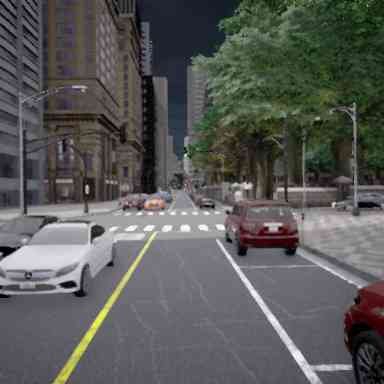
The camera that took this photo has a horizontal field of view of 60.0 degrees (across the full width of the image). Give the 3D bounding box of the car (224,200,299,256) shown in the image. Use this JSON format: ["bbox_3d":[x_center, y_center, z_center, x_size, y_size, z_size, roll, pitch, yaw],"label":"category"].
[{"bbox_3d":[2.449,1.217,12.669,2.192,1.841,5.009,-1,0,-2],"label":"car"}]

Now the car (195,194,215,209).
[{"bbox_3d":[1.707,1.301,39.218,1.947,1.339,4.313,-1,0,-2],"label":"car"}]

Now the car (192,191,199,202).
[{"bbox_3d":[1.403,1.103,50.054,1.967,1.590,4.097,0,0,-2],"label":"car"}]

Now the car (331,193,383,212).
[{"bbox_3d":[14.311,0.815,28.043,4.902,1.511,2.128,-2,0,-1],"label":"car"}]

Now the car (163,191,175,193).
[{"bbox_3d":[-4.861,1.122,67.812,1.812,1.442,4.674,-1,0,-2],"label":"car"}]

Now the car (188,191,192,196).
[{"bbox_3d":[0.796,1.072,71.727,1.947,1.339,4.313,0,0,-2],"label":"car"}]

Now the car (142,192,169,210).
[{"bbox_3d":[-4.172,1.155,38.549,2.097,1.767,4.553,-1,0,0],"label":"car"}]

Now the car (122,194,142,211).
[{"bbox_3d":[-6.817,1.143,38.998,2.192,1.841,5.009,-1,0,-2],"label":"car"}]

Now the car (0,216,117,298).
[{"bbox_3d":[-3.202,1.511,8.690,1.812,1.442,4.674,-1,0,-1],"label":"car"}]

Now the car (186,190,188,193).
[{"bbox_3d":[0.187,0.653,93.397,2.192,1.841,5.009,0,0,-2],"label":"car"}]

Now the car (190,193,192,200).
[{"bbox_3d":[1.100,1.168,60.890,1.802,1.307,4.206,0,0,-2],"label":"car"}]

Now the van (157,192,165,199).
[{"bbox_3d":[-8.183,0.814,87.761,1.690,1.788,3.998,0,0,-2],"label":"van"}]

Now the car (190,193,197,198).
[{"bbox_3d":[0.335,0.904,88.150,1.752,1.417,4.829,0,0,-2],"label":"car"}]

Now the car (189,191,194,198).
[{"bbox_3d":[0.948,1.091,66.309,1.887,1.381,4.507,0,0,-2],"label":"car"}]

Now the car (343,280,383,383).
[{"bbox_3d":[2.756,1.276,1.699,2.192,1.841,5.009,-1,0,-2],"label":"car"}]

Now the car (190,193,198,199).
[{"bbox_3d":[0.487,0.947,82.733,1.752,1.417,4.829,0,0,-2],"label":"car"}]

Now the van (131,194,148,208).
[{"bbox_3d":[-6.968,1.133,44.416,1.690,1.788,3.998,-1,0,-2],"label":"van"}]

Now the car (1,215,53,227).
[{"bbox_3d":[-6.071,1.560,12.451,1.947,1.339,4.313,-1,0,-2],"label":"car"}]

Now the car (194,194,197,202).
[{"bbox_3d":[1.556,1.282,44.636,1.802,1.307,4.206,-1,0,-2],"label":"car"}]

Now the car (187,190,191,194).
[{"bbox_3d":[0.642,0.780,77.143,2.192,1.841,5.009,0,0,-2],"label":"car"}]

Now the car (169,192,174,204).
[{"bbox_3d":[-4.571,1.221,57.252,2.033,1.411,5.357,-1,0,-1],"label":"car"}]
